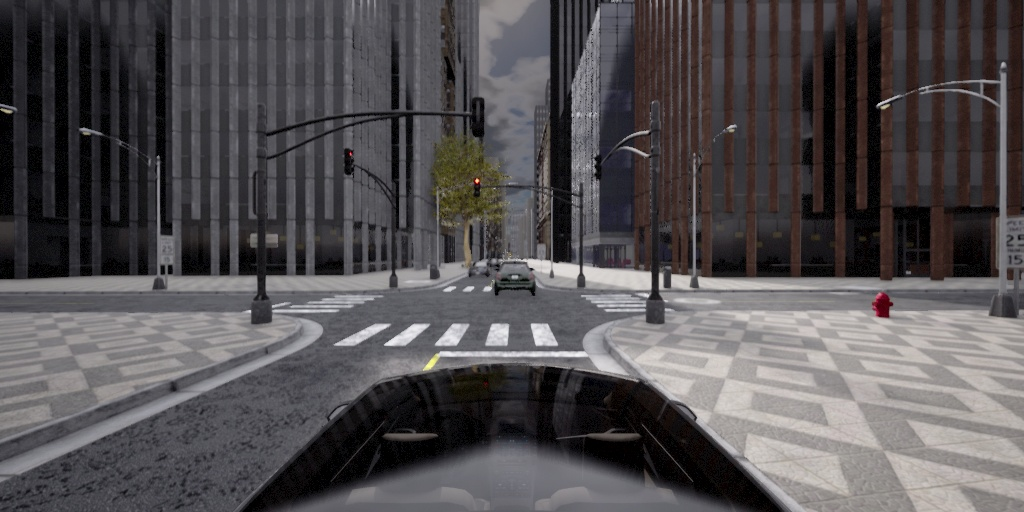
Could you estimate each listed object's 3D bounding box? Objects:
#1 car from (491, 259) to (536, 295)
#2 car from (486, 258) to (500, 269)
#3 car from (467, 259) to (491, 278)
[{"bbox_3d":[0.154,1.076,19.810,2.097,1.767,4.553,0,0,0],"label":"car"},{"bbox_3d":[-2.883,1.153,55.538,1.882,1.535,5.008,0,0,1],"label":"car"},{"bbox_3d":[-2.992,1.232,33.590,1.812,1.442,4.674,0,0,0],"label":"car"}]
